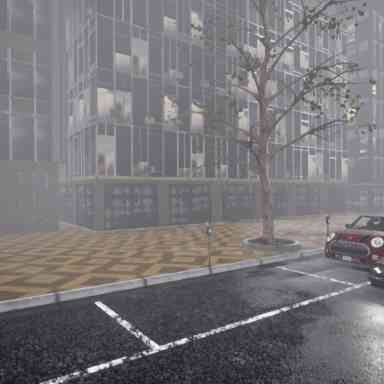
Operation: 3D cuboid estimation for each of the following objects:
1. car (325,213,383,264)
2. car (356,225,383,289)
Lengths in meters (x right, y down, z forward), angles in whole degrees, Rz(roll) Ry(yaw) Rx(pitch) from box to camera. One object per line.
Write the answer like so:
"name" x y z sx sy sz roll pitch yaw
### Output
"car" 6.198 1.439 10.990 4.097 1.590 1.967 0 0 -36
"car" 6.387 1.546 7.939 5.357 1.411 2.033 0 0 -36
